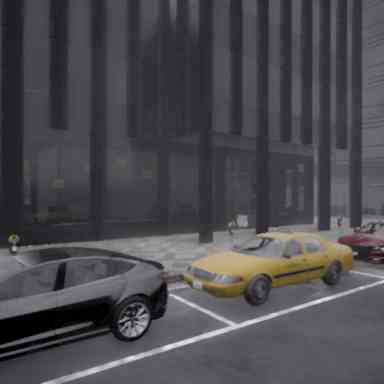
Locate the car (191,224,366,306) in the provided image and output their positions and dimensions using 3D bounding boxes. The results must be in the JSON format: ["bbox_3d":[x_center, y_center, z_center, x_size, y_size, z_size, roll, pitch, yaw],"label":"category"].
[{"bbox_3d":[2.078,1.582,8.136,4.829,1.417,1.752,1,-1,-35],"label":"car"}]

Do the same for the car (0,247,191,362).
[{"bbox_3d":[-2.377,1.573,4.959,4.313,1.339,1.947,1,-1,-35],"label":"car"}]

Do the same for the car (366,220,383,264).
[{"bbox_3d":[6.811,1.657,11.512,4.507,1.381,1.887,1,-1,-35],"label":"car"}]
